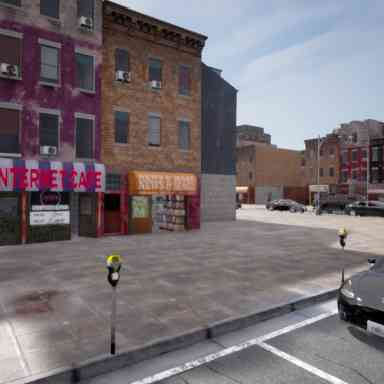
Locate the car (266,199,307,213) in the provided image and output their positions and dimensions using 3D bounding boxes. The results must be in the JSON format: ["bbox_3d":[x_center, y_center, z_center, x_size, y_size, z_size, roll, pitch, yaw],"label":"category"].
[{"bbox_3d":[10.359,1.545,36.706,2.128,1.511,4.902,1,0,-35],"label":"car"}]

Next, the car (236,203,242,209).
[{"bbox_3d":[4.360,1.622,45.151,2.033,1.411,5.357,1,0,-36],"label":"car"}]

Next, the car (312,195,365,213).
[{"bbox_3d":[15.391,1.291,34.710,2.150,2.045,5.566,1,0,-35],"label":"car"}]

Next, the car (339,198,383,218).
[{"bbox_3d":[15.843,1.539,28.975,1.837,1.490,4.892,1,0,-35],"label":"car"}]

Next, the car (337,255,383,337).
[{"bbox_3d":[4.409,1.567,5.943,4.313,1.339,1.947,0,0,-35],"label":"car"}]
